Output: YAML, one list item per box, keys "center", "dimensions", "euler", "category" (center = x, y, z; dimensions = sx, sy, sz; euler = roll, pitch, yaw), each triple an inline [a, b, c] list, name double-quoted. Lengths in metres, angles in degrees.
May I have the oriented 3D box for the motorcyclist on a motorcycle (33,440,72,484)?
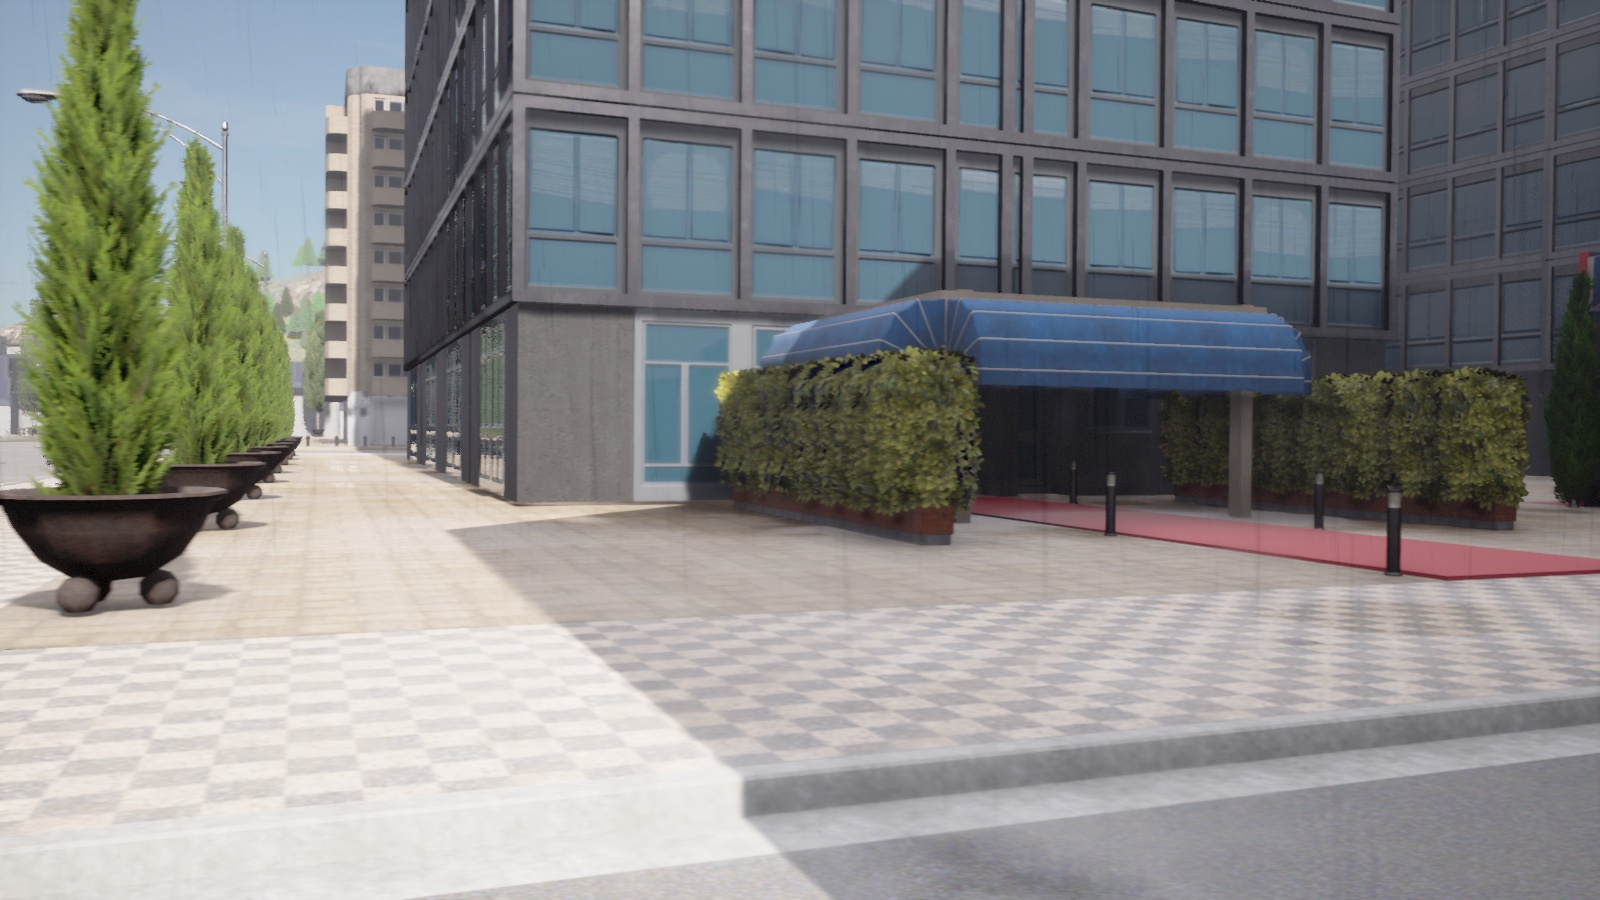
- center: [-27.529, 0.425, 46.290]
  dimensions: [0.866, 1.530, 2.191]
  euler: [-1, 1, -21]
  category: "motorcyclist on a motorcycle"

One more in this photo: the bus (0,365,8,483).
- center: [-29.123, -0.875, 40.634]
  dimensions: [3.944, 4.253, 10.273]
  euler: [-1, 1, -21]
  category: "bus"
